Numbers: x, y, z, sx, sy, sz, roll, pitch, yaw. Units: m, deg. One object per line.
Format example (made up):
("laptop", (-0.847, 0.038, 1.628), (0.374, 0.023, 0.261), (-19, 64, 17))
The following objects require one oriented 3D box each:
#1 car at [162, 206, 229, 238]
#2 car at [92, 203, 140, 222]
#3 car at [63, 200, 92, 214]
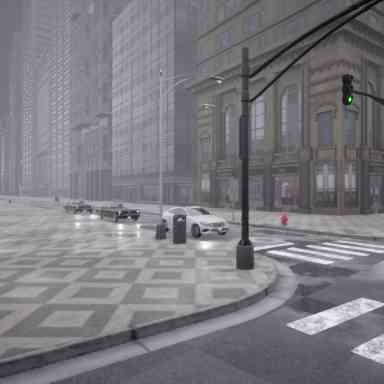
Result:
("car", (-0.052, 1.475, 17.749), (1.812, 1.442, 4.674), (0, 0, -37))
("car", (-5.807, 1.523, 25.867), (1.895, 1.301, 4.718), (0, 0, -35))
("car", (-11.691, 1.498, 34.156), (1.895, 1.301, 4.718), (0, 0, -35))
